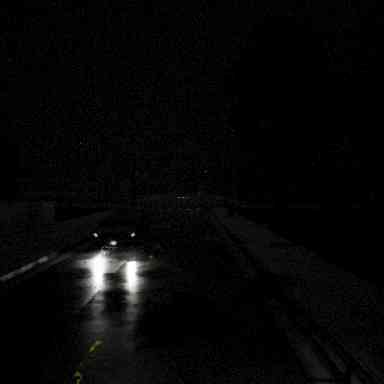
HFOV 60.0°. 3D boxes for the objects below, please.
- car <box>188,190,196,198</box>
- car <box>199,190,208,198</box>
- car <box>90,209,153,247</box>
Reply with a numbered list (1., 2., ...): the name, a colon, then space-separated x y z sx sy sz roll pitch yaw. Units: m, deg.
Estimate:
1. car: 0.129 0.826 92.787 1.994 1.385 4.181 0 0 0
2. car: 3.379 0.629 92.766 2.097 1.767 4.553 0 0 0
3. car: -2.854 1.462 14.745 2.033 1.411 5.357 0 0 0
